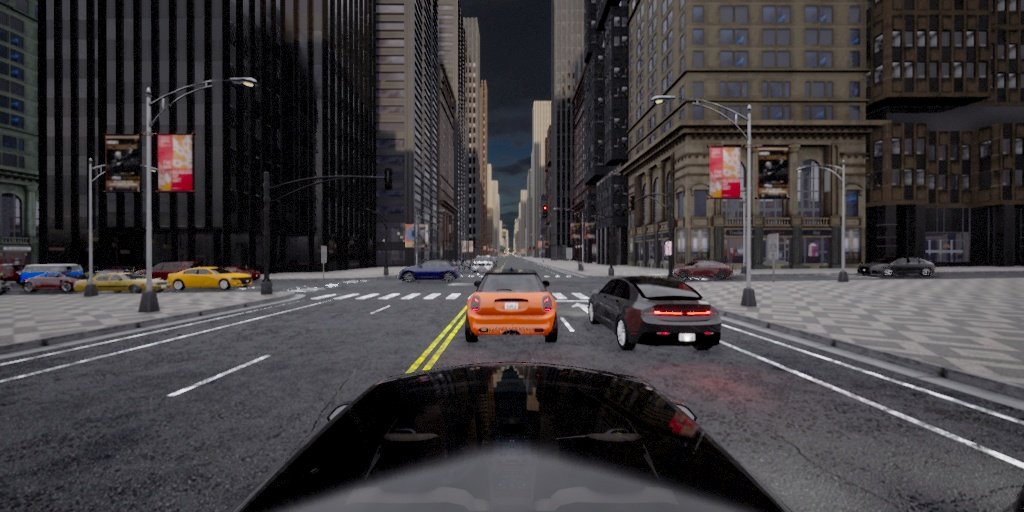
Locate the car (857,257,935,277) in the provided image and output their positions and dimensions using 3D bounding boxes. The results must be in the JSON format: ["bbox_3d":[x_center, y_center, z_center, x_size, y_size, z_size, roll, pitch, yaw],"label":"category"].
[{"bbox_3d":[29.931,0.836,28.003,4.892,1.490,1.837,0,0,0],"label":"car"}]

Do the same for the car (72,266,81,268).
[{"bbox_3d":[-34.209,1.768,30.648,4.207,1.307,1.802,0,0,0],"label":"car"}]

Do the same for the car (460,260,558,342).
[{"bbox_3d":[-0.005,1.106,9.920,2.097,1.767,4.553,0,0,0],"label":"car"}]

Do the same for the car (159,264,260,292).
[{"bbox_3d":[-20.776,1.503,24.768,5.008,1.535,1.882,-1,0,0],"label":"car"}]

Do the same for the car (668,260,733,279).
[{"bbox_3d":[14.681,1.059,28.097,4.674,1.442,1.812,-1,0,3],"label":"car"}]

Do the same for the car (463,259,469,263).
[{"bbox_3d":[-6.688,1.319,42.474,1.994,1.385,4.181,0,0,0],"label":"car"}]

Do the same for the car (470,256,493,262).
[{"bbox_3d":[-3.440,0.976,43.316,2.150,2.045,5.566,0,0,0],"label":"car"}]

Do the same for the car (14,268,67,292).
[{"bbox_3d":[-30.775,1.725,24.782,4.181,1.385,1.994,-1,0,1],"label":"car"}]

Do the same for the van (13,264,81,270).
[{"bbox_3d":[-39.296,1.596,30.654,3.998,1.789,1.690,0,0,0],"label":"van"}]

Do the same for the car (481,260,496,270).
[{"bbox_3d":[-3.446,1.316,53.288,1.994,1.385,4.181,0,0,1],"label":"car"}]

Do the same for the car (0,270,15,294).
[{"bbox_3d":[-33.817,1.763,22.109,4.403,1.370,2.007,0,0,0],"label":"car"}]

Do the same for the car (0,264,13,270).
[{"bbox_3d":[-44.383,1.639,30.660,5.009,1.841,2.192,0,0,0],"label":"car"}]

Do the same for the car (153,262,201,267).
[{"bbox_3d":[-29.122,1.432,30.643,5.009,1.841,2.192,0,0,0],"label":"car"}]

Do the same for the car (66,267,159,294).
[{"bbox_3d":[-23.876,1.605,22.109,4.829,1.417,1.751,0,0,0],"label":"car"}]

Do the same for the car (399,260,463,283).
[{"bbox_3d":[-6.411,1.111,27.978,4.553,1.767,2.097,0,0,0],"label":"car"}]

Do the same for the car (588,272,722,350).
[{"bbox_3d":[3.237,1.258,9.059,1.837,1.490,4.892,0,0,0],"label":"car"}]
